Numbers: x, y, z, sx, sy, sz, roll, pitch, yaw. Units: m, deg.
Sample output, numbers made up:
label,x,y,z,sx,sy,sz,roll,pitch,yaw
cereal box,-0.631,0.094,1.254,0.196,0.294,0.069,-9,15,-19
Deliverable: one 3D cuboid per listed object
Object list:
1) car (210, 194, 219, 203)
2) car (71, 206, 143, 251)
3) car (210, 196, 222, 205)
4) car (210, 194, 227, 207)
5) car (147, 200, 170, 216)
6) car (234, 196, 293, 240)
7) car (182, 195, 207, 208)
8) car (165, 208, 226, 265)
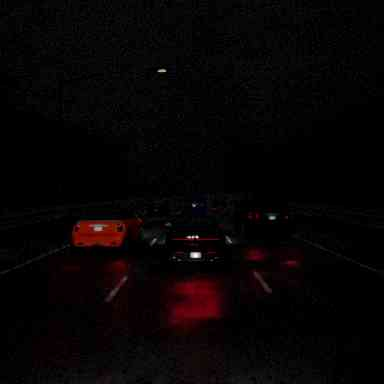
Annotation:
label,x,y,z,sx,sy,sz,roll,pitch,yaw
car,5.530,1.607,80.745,2.150,2.045,5.566,0,-1,4
car,-3.399,1.361,14.168,2.097,1.767,4.553,0,0,0
car,4.643,1.583,64.824,2.097,1.767,4.553,0,0,3
car,4.145,1.498,52.937,2.097,1.767,4.553,0,0,2
car,-3.256,1.536,33.368,1.882,1.535,5.008,0,0,1
car,3.502,1.215,17.180,2.150,2.045,5.566,0,0,0
car,0.208,1.273,31.151,2.150,2.045,5.566,0,0,1
car,0.101,1.510,11.686,1.837,1.490,4.892,0,0,0
